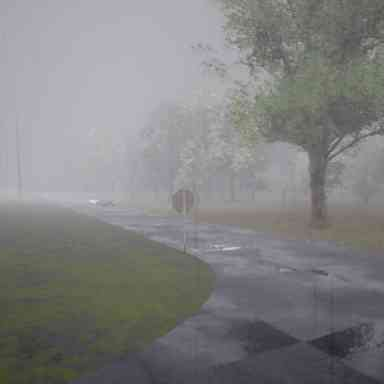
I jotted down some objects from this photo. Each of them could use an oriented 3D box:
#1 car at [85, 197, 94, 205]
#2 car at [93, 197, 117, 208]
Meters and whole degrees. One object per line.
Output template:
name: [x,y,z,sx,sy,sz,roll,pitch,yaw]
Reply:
car: [-16.335,1.476,54.708,1.895,1.301,4.718,0,0,-27]
car: [-11.887,1.503,45.992,1.895,1.301,4.718,0,0,-26]
